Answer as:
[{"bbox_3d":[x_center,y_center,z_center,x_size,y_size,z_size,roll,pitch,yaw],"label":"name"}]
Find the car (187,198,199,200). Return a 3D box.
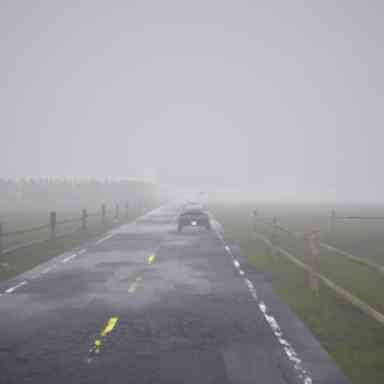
[{"bbox_3d":[0.124,1.427,38.691,1.812,1.442,4.674,0,0,0],"label":"car"}]

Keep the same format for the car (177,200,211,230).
[{"bbox_3d":[0.114,1.454,20.655,1.837,1.490,4.892,0,0,0],"label":"car"}]
